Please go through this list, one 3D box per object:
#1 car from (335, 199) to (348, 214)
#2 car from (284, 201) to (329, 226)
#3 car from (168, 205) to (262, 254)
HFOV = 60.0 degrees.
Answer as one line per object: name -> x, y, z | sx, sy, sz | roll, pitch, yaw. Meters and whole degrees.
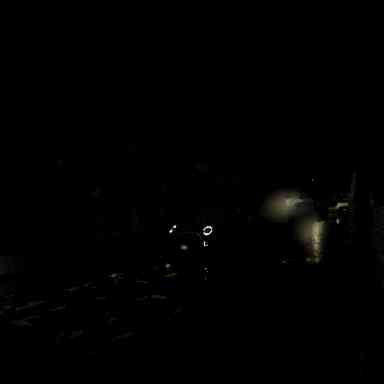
car -> 15.860, 1.382, 33.522 | 1.812, 1.442, 4.674 | -3, -1, 37
car -> 7.927, 1.414, 22.868 | 1.882, 1.535, 5.008 | -3, -1, 37
car -> 1.034, 1.364, 13.588 | 2.097, 1.767, 4.553 | -3, -1, 37
